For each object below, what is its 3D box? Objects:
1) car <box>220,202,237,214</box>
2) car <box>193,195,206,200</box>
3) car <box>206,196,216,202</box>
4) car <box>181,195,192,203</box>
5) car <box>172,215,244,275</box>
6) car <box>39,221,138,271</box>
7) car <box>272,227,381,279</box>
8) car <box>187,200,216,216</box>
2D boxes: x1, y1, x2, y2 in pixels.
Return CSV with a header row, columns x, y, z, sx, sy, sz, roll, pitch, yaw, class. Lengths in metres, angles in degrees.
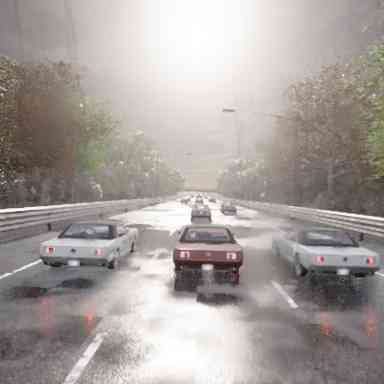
x,y,z,sx,sy,sz,roll,pitch,yaw,class
4.542,1.964,41.863,2.033,1.411,5.357,2,0,1,car
1.645,2.052,73.935,1.812,1.442,4.674,2,0,1,car
5.454,2.228,90.397,1.837,1.490,4.892,2,0,1,car
-1.739,1.993,80.038,2.128,1.511,4.902,2,0,1,car
0.460,1.692,10.873,1.895,1.301,4.718,2,0,1,car
-3.039,1.594,10.939,1.895,1.301,4.718,2,0,1,car
3.958,1.790,10.806,1.895,1.301,4.718,2,0,1,car
0.819,1.780,29.933,2.033,1.411,5.357,2,0,1,car
